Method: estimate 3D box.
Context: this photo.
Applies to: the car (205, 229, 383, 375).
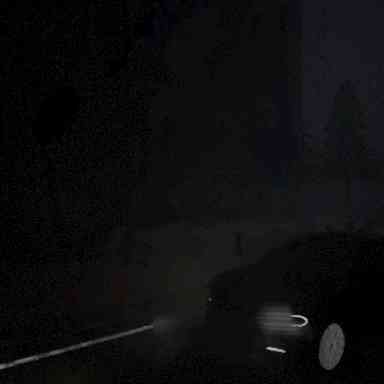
[{"bbox_3d":[2.498,1.463,5.759,5.008,1.535,1.882,0,0,-35],"label":"car"}]
